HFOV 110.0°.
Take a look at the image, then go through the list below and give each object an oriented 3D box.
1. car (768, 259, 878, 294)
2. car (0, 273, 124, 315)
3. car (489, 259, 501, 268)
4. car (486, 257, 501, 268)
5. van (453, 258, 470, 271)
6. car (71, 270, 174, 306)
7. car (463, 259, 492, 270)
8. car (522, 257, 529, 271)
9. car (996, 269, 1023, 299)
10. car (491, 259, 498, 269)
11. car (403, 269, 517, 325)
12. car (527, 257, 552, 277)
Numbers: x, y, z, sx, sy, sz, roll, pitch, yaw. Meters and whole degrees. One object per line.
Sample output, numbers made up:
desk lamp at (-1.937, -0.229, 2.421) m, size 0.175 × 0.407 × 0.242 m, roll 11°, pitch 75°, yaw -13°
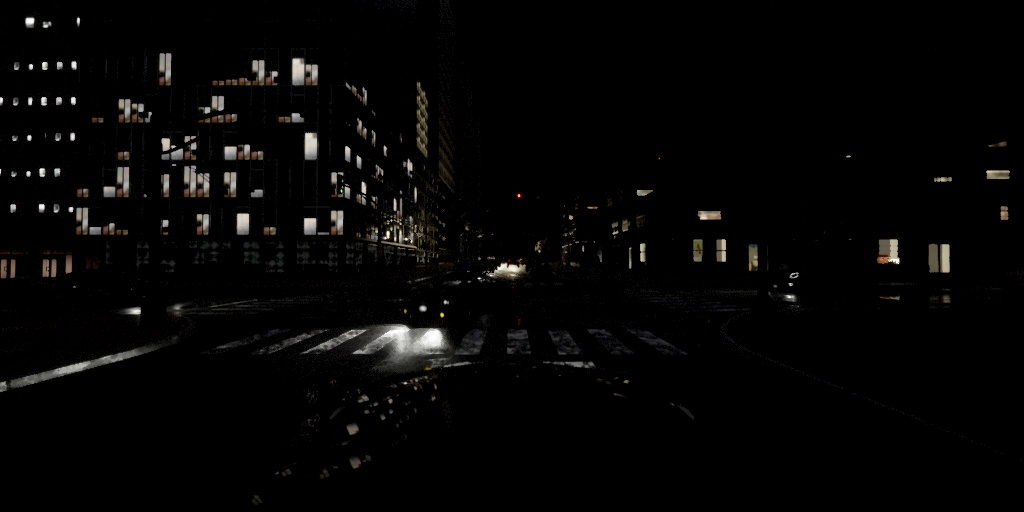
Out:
car at (15.916, 0.966, 18.595) m, size 4.553 × 1.767 × 2.097 m, roll -1°, pitch -1°, yaw 1°
car at (-17.398, 1.411, 13.170) m, size 4.207 × 1.307 × 1.802 m, roll 0°, pitch 0°, yaw 1°
car at (-2.938, 1.228, 62.720) m, size 1.882 × 1.535 × 5.008 m, roll 0°, pitch 0°, yaw 1°
car at (-3.002, 1.299, 52.300) m, size 2.033 × 1.411 × 5.357 m, roll 0°, pitch 0°, yaw 0°
van at (-5.618, 1.092, 40.623) m, size 1.690 × 1.789 × 3.998 m, roll 0°, pitch 0°, yaw 0°
car at (-17.867, 1.358, 15.783) m, size 5.008 × 1.535 × 1.882 m, roll -1°, pitch -1°, yaw 1°
car at (-3.017, 1.277, 32.071) m, size 1.812 × 1.442 × 4.674 m, roll 0°, pitch 0°, yaw -1°
car at (2.774, 1.066, 46.320) m, size 2.192 × 1.841 × 5.009 m, roll 0°, pitch 0°, yaw 0°
car at (20.710, 0.993, 12.734) m, size 4.829 × 1.417 × 1.751 m, roll 0°, pitch 0°, yaw 1°
car at (-3.024, 1.315, 42.020) m, size 1.994 × 1.385 × 4.181 m, roll 0°, pitch 0°, yaw 0°
car at (-1.555, 1.315, 11.966) m, size 1.994 × 1.385 × 4.181 m, roll 0°, pitch 0°, yaw 30°
car at (2.753, 1.191, 34.972) m, size 1.967 × 1.591 × 4.097 m, roll 0°, pitch 0°, yaw 0°
